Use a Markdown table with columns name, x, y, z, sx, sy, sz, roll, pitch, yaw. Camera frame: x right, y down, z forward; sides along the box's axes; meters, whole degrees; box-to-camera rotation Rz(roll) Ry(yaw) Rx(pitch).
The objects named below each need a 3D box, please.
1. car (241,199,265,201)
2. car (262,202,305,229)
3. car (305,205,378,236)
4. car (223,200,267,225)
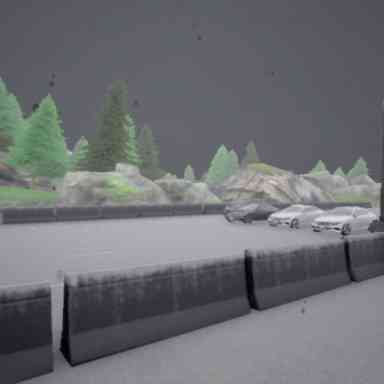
| name | x | y | z | sx | sy | sz | roll | pitch | yaw |
| --- | --- | --- | --- | --- | --- | --- | --- | --- | --- |
| car | 4.901 | 1.398 | 28.980 | 4.553 | 1.767 | 2.097 | 0 | 0 | -35 |
| car | 7.056 | 1.567 | 21.923 | 4.674 | 1.442 | 1.812 | 0 | 0 | -35 |
| car | 8.740 | 1.566 | 18.826 | 4.674 | 1.442 | 1.812 | 0 | 0 | -35 |
| car | 4.645 | 1.566 | 24.503 | 4.674 | 1.442 | 1.812 | 0 | 0 | -35 |
